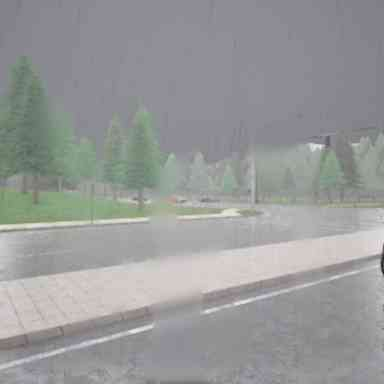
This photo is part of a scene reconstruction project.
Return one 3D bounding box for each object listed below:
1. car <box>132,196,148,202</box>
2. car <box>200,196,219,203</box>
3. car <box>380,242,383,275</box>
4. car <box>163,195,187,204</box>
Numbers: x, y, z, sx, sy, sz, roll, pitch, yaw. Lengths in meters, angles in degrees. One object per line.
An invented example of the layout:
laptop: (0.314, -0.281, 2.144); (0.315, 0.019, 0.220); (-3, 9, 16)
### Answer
car: (-11.501, 1.461, 73.287); (1.895, 1.301, 4.718); (0, 0, -35)
car: (3.306, 1.441, 64.254); (1.812, 1.442, 4.674); (0, 0, -34)
car: (6.996, 1.330, 8.765); (4.553, 1.767, 2.097); (0, 0, -35)
car: (-2.837, 1.407, 60.798); (1.882, 1.535, 5.008); (0, 0, -35)
